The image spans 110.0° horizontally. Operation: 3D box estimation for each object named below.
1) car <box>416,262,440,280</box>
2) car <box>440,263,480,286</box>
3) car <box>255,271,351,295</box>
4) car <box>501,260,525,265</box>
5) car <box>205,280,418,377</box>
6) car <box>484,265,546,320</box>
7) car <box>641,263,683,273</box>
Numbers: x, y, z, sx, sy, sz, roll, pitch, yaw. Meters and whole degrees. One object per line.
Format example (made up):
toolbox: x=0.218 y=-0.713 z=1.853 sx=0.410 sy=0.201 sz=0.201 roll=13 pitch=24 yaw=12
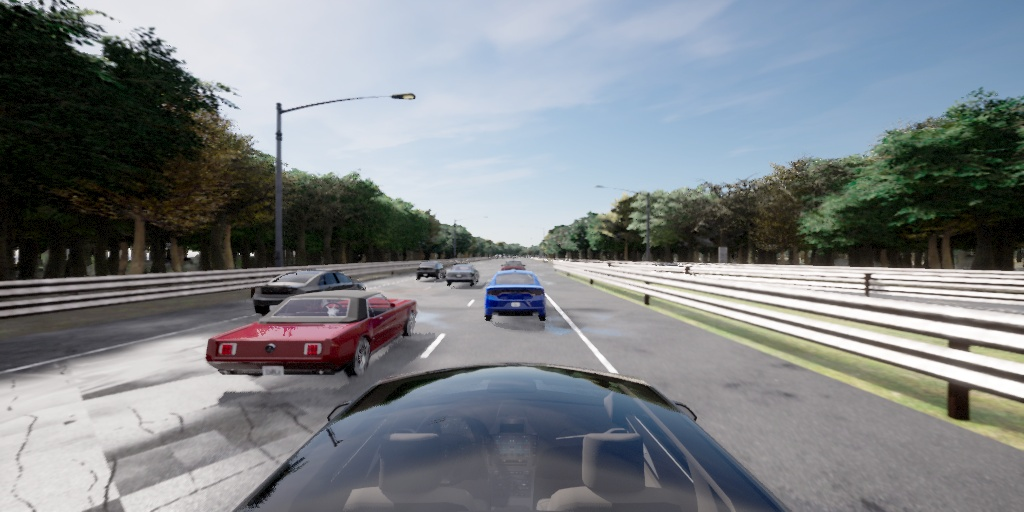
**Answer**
car: x=-6.895 y=1.270 z=30.993 sx=1.837 sy=1.490 sz=4.892 roll=0 pitch=0 yaw=0
car: x=-3.395 y=1.309 z=25.408 sx=2.033 sy=1.411 sz=5.357 roll=0 pitch=0 yaw=0
car: x=-6.895 y=1.253 z=12.829 sx=1.837 sy=1.490 sz=4.892 roll=1 pitch=0 yaw=0
car: x=0.106 y=1.116 z=30.709 sx=2.097 sy=1.767 sz=4.553 roll=0 pitch=0 yaw=0
car: x=-3.393 y=1.353 z=7.335 sx=1.895 sy=1.301 sz=4.718 roll=0 pitch=0 yaw=0
car: x=0.102 y=1.232 z=12.675 sx=1.882 sy=1.535 sz=5.008 roll=0 pitch=0 yaw=0
car: x=14.637 y=1.391 z=35.405 sx=1.837 sy=1.490 sz=4.892 roll=0 pitch=0 yaw=-15
